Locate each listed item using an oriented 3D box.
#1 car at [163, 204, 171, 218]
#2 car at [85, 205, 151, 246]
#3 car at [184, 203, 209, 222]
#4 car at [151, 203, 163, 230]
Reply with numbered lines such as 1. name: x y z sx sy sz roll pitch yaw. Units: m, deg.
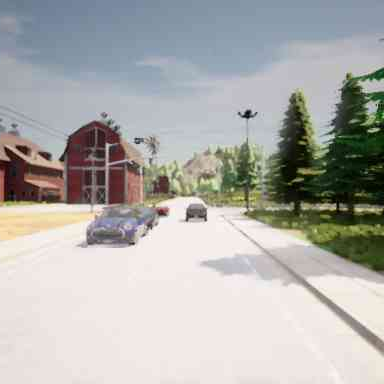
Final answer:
1. car: -3.198 1.817 32.890 1.895 1.301 4.718 0 0 1
2. car: -3.442 1.448 15.872 2.097 1.767 4.553 0 0 1
3. car: 0.376 1.708 28.790 1.837 1.490 4.892 0 0 1
4. car: -3.290 1.688 22.227 1.812 1.442 4.674 0 0 1
